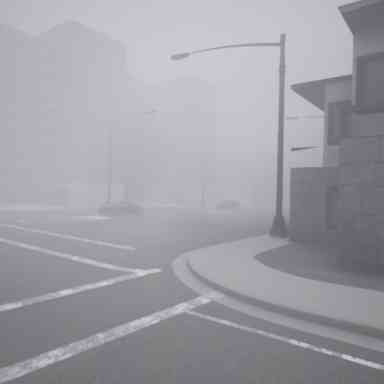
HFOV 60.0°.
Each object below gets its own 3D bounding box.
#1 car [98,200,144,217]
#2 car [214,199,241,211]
[{"bbox_3d":[-6.273,1.449,29.750,1.994,1.385,4.181,2,0,37],"label":"car"},{"bbox_3d":[4.888,1.782,44.768,1.837,1.490,4.892,2,0,37],"label":"car"}]
